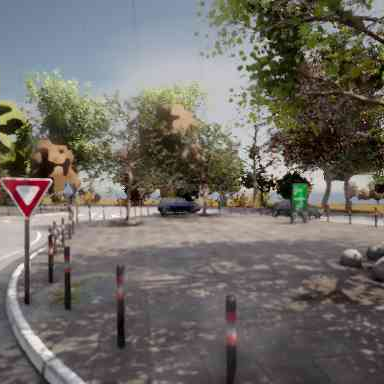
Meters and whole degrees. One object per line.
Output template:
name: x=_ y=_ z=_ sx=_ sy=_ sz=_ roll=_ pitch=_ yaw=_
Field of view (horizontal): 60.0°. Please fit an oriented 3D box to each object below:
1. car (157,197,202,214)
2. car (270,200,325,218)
car: x=-1.316 y=1.319 z=34.650 sx=4.553 sy=1.767 sz=2.097 roll=-1 pitch=0 yaw=-9
car: x=8.773 y=1.414 z=27.956 sx=1.837 sy=1.490 sz=4.892 roll=0 pitch=-1 yaw=-33
